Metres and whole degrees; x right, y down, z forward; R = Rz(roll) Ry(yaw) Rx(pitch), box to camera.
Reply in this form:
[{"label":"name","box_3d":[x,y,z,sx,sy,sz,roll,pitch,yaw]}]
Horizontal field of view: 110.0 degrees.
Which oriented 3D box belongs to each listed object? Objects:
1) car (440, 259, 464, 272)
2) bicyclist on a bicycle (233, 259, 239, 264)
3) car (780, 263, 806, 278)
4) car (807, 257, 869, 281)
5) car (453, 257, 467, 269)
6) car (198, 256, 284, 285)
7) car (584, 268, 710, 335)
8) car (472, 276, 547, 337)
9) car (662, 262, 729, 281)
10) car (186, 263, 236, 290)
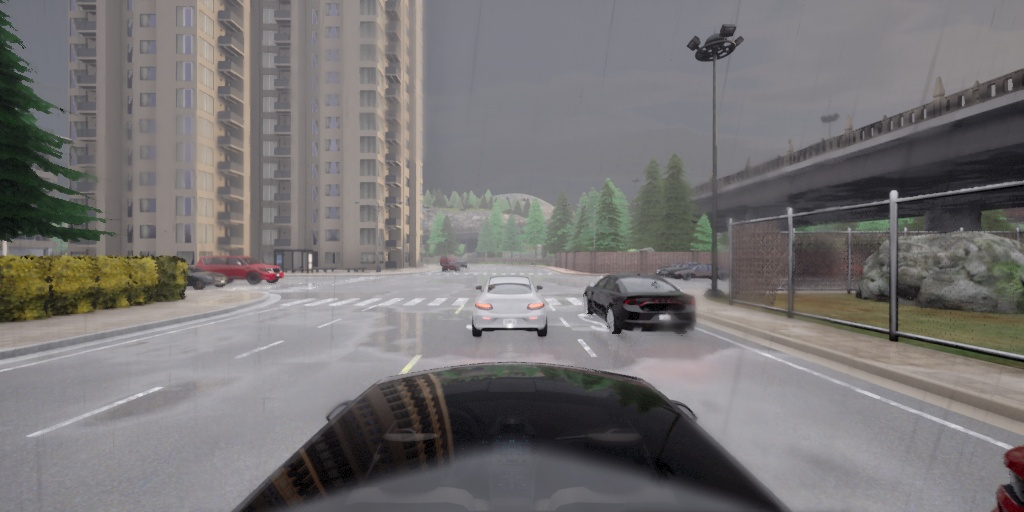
[{"label":"car","box_3d":[-7.783,1.349,46.106,1.895,1.301,4.718,0,0,-1]},{"label":"bicyclist on a bicycle","box_3d":[-29.112,1.105,37.787,0.582,1.620,1.656,0,0,-1]},{"label":"car","box_3d":[27.515,1.367,33.735,4.181,1.385,1.994,0,0,-1]},{"label":"car","box_3d":[28.687,1.026,30.254,5.566,2.045,2.150,0,0,-1]},{"label":"car","box_3d":[-8.216,1.295,58.345,2.033,1.411,5.357,0,0,-5]},{"label":"car","box_3d":[-19.707,1.026,25.925,5.566,2.045,2.150,0,0,-1]},{"label":"car","box_3d":[3.455,1.227,10.583,1.882,1.535,5.008,0,0,0]},{"label":"car","box_3d":[-0.074,1.275,10.161,1.812,1.442,4.674,0,0,-1]},{"label":"car","box_3d":[15.915,1.352,30.088,5.357,1.411,2.033,0,0,-1]},{"label":"car","box_3d":[-20.449,1.330,22.423,4.674,1.442,1.812,0,0,-1]}]
